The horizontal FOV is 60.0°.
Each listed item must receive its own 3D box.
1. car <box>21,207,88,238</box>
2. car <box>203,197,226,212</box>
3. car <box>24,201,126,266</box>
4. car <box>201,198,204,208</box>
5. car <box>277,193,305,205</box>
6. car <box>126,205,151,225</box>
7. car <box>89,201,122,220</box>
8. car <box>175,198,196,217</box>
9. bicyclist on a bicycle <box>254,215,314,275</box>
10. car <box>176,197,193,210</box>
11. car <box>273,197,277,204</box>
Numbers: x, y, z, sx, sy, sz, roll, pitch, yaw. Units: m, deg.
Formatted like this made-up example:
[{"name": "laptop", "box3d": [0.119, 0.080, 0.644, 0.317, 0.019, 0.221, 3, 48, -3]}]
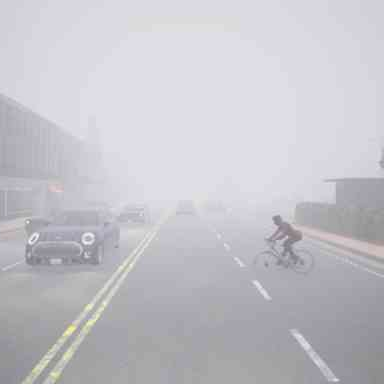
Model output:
[{"name": "car", "box3d": [-7.537, 1.601, 18.773, 1.895, 1.301, 4.718, 0, 0, -1]}, {"name": "car", "box3d": [2.676, 1.563, 37.968, 1.994, 1.385, 4.181, 0, 0, -1]}, {"name": "car", "box3d": [-3.855, 1.352, 11.544, 2.097, 1.767, 4.553, 0, 0, -1]}, {"name": "car", "box3d": [2.384, 1.477, 48.478, 1.882, 1.535, 5.008, 0, 0, -1]}, {"name": "car", "box3d": [16.457, 1.155, 54.252, 3.866, 1.878, 1.905, 0, 0, -3]}, {"name": "car", "box3d": [-4.164, 1.600, 24.156, 1.895, 1.301, 4.718, 0, 0, -1]}, {"name": "car", "box3d": [-7.798, 1.623, 30.392, 1.895, 1.301, 4.718, 0, 2, -1]}, {"name": "car", "box3d": [-0.627, 1.547, 30.725, 2.033, 1.411, 5.357, 0, 0, -2]}, {"name": "bicyclist on a bicycle", "box3d": [2.479, 1.451, 8.981, 1.656, 1.620, 0.582, -2, 0, -2]}, {"name": "car", "box3d": [-1.007, 1.491, 44.913, 2.128, 1.511, 4.902, 0, 0, -1]}, {"name": "car", "box3d": [16.364, 1.152, 57.145, 4.605, 1.855, 1.932, 0, 0, -3]}]
